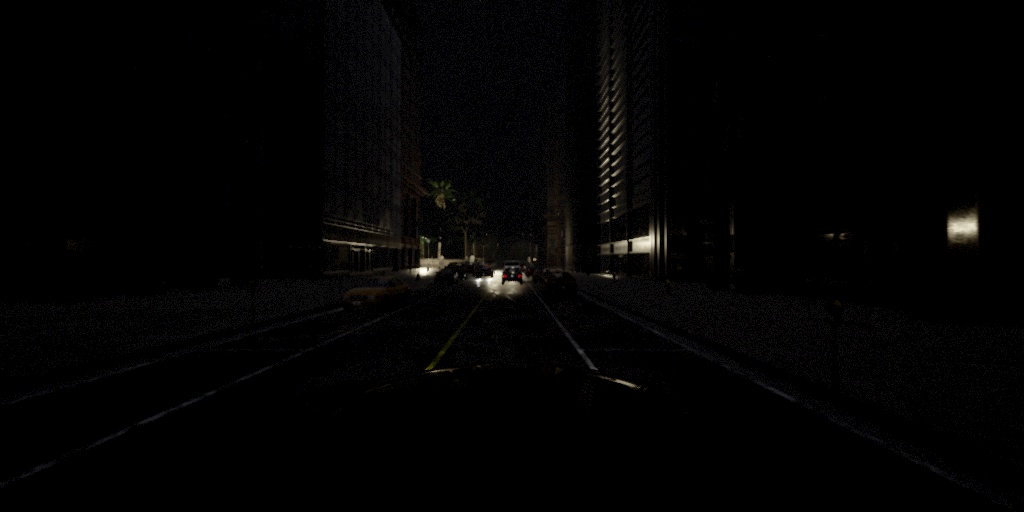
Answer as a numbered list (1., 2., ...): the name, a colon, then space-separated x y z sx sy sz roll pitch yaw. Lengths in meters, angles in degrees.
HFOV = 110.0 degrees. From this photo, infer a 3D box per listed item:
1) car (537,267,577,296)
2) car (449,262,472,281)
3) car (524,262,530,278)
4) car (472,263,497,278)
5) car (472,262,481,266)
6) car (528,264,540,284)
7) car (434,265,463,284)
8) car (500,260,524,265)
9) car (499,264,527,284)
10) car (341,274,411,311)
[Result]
1. car: 2.736 1.567 21.338 1.888 1.381 4.507 0 0 0
2. car: -5.811 1.571 37.609 2.192 1.841 5.009 0 0 0
3. car: 2.706 1.773 43.035 1.967 1.591 4.097 0 0 0
4. car: -3.153 1.882 41.938 1.994 1.385 4.181 0 -1 0
5. car: -5.827 1.729 48.459 2.192 1.841 5.009 0 0 0
6. car: 2.721 1.702 32.356 1.751 1.417 4.829 0 0 0
7. car: -5.804 1.760 32.184 1.802 1.307 4.207 0 0 0
8. car: 0.000 1.564 43.559 2.150 2.045 5.566 0 -1 0
9. car: 0.016 1.720 31.851 2.033 1.411 5.357 0 -1 0
10. car: -5.781 1.473 15.737 1.751 1.417 4.829 0 0 0
